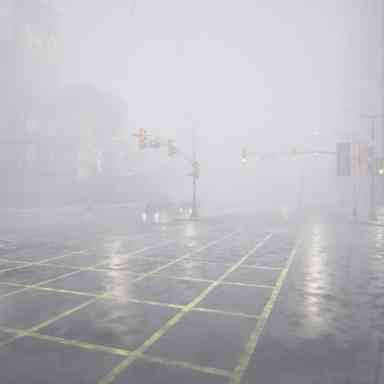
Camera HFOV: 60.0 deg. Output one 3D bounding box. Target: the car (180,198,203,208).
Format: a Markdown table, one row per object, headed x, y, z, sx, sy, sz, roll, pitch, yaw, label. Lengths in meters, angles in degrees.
| x | y | z | sx | sy | sz | roll | pitch | yaw | label |
| --- | --- | --- | --- | --- | --- | --- | --- | --- | --- |
| -0.030 | 1.601 | 48.523 | 1.895 | 1.301 | 4.718 | 0 | 0 | 21 | car |

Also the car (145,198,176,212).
| x | y | z | sx | sy | sz | roll | pitch | yaw | label |
| --- | --- | --- | --- | --- | --- | --- | --- | --- | --- |
| -3.638 | 1.478 | 38.966 | 1.882 | 1.535 | 5.008 | 0 | 0 | 23 | car |
